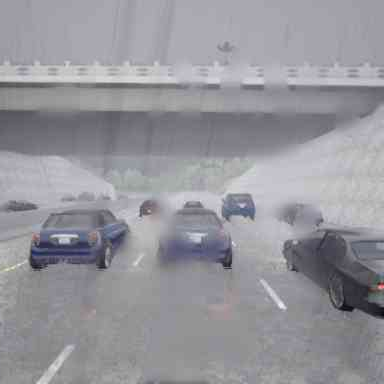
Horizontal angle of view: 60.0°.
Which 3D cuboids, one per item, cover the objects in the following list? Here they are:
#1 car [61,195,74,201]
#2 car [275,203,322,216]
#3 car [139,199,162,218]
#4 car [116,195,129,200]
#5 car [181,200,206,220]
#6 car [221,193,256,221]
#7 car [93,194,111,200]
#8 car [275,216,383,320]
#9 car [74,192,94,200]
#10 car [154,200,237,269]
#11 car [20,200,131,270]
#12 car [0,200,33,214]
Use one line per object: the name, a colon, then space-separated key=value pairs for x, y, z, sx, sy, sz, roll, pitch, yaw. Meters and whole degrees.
car: x=-24.480 y=1.265 z=66.345 sx=1.812 sy=1.442 sz=4.674 roll=0 pitch=0 yaw=0
car: x=7.110 y=1.464 z=22.555 sx=2.033 sy=1.411 sz=5.357 roll=0 pitch=0 yaw=0
car: x=-3.383 y=1.368 z=29.054 sx=1.882 sy=1.535 sz=5.008 roll=0 pitch=0 yaw=0
car: x=-13.981 y=1.261 z=66.811 sx=2.128 sy=1.511 sz=4.902 roll=0 pitch=0 yaw=0
car: x=0.116 y=1.458 z=28.123 sx=1.994 sy=1.385 sz=4.181 roll=0 pitch=0 yaw=0
car: x=3.616 y=1.122 z=26.554 sx=2.150 sy=2.045 sz=5.566 roll=0 pitch=0 yaw=0
car: x=-17.481 y=1.263 z=66.393 sx=2.128 sy=1.511 sz=4.902 roll=0 pitch=0 yaw=0
car: x=3.600 y=1.519 z=7.572 sx=2.033 sy=1.411 sz=5.357 roll=0 pitch=0 yaw=0
car: x=-20.980 y=0.967 z=66.315 sx=2.150 sy=2.045 sz=5.566 roll=0 pitch=0 yaw=0
car: x=0.103 y=1.310 z=11.197 sx=2.097 sy=1.767 sz=4.553 roll=0 pitch=0 yaw=0
car: x=-3.397 y=1.309 z=11.000 sx=2.097 sy=1.767 sz=4.553 roll=0 pitch=0 yaw=0
car: x=-14.079 y=1.389 z=26.295 sx=2.128 sy=1.511 sz=4.902 roll=0 pitch=0 yaw=0
